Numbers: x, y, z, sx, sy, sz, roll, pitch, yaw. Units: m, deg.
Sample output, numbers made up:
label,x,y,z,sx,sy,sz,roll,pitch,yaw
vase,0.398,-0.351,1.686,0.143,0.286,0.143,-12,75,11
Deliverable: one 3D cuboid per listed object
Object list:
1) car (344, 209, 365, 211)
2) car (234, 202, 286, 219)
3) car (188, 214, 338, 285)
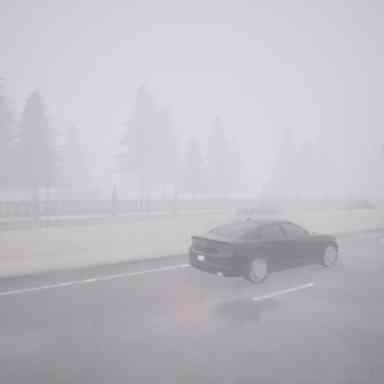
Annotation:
label,x,y,z,sx,sy,sz,roll,pitch,yaw
car,16.340,1.499,32.827,4.902,1.511,2.128,0,0,-35
car,6.147,1.607,29.867,4.718,1.301,1.895,0,0,-35
car,2.238,1.480,9.643,5.008,1.535,1.882,0,0,-35
